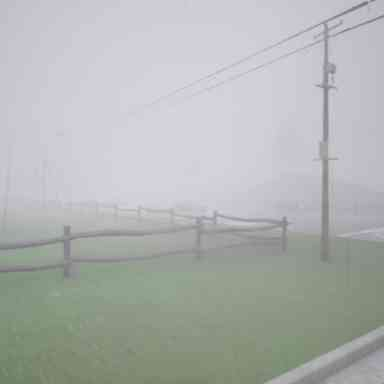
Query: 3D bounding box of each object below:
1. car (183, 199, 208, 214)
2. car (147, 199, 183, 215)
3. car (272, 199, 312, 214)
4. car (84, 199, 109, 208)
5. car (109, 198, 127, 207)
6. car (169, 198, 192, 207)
[{"bbox_3d":[-0.205,1.663,37.702,1.882,1.535,5.008,1,0,-36],"label":"car"},{"bbox_3d":[-3.265,1.681,35.957,1.812,1.442,4.674,1,0,-36],"label":"car"},{"bbox_3d":[11.738,1.628,39.154,2.097,1.767,4.553,1,0,-36],"label":"car"},{"bbox_3d":[-15.464,1.762,52.820,1.895,1.301,4.718,1,0,-36],"label":"car"},{"bbox_3d":[-12.653,1.732,54.906,2.033,1.411,5.357,1,0,-36],"label":"car"},{"bbox_3d":[-1.990,1.838,58.047,1.994,1.385,4.181,1,0,-36],"label":"car"}]
